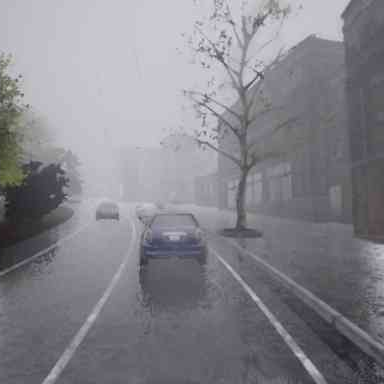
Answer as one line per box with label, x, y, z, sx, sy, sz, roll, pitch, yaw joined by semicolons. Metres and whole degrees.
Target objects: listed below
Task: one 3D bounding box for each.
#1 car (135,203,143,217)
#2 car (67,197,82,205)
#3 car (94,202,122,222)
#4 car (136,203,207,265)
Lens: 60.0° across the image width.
car;-3.987;1.728;29.852;1.812;1.442;4.674;1;-1;-15
car;-22.990;1.675;64.919;2.033;1.411;5.357;3;-1;-31
car;-6.995;1.625;27.805;1.837;1.490;4.892;1;-1;-14
car;-0.734;1.423;12.113;2.097;1.767;4.553;0;-1;-5
